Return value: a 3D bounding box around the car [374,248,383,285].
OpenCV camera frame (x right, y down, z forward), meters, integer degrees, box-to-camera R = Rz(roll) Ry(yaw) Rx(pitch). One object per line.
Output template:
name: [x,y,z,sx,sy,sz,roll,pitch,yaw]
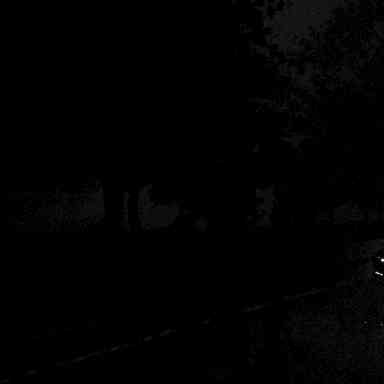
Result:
car: [6.389,1.521,8.244,4.902,1.511,2.128,0,0,-35]
